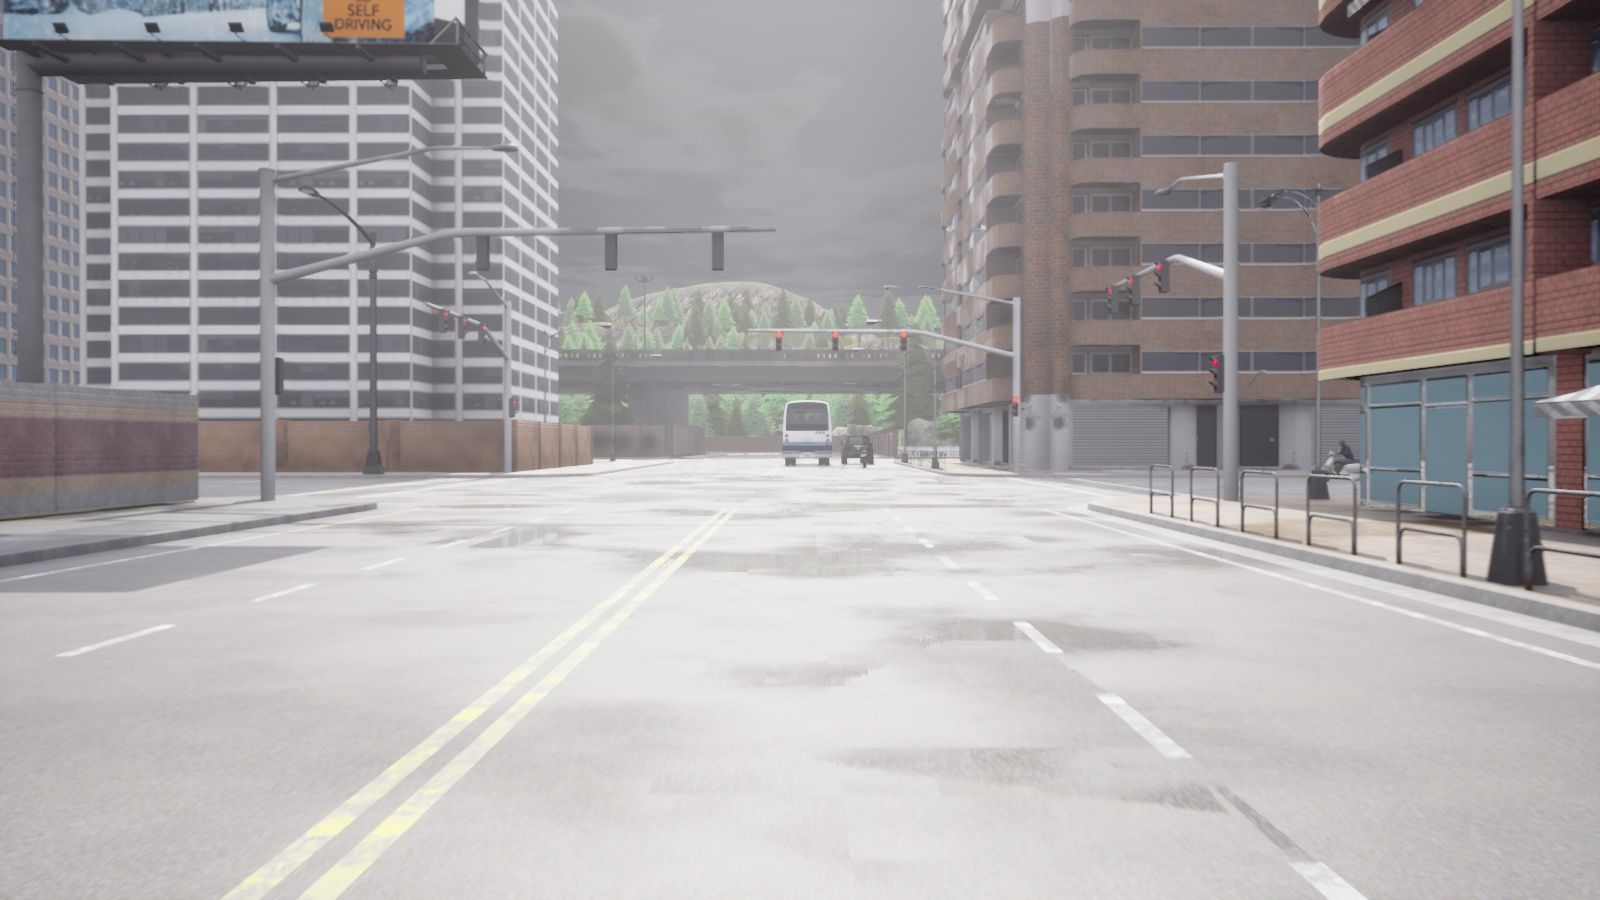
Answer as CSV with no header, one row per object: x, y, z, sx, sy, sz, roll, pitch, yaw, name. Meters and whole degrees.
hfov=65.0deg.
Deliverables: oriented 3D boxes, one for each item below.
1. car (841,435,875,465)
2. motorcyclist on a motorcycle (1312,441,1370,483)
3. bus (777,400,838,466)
4.009,-0.025,87.937,2.150,2.045,5.566,0,1,0,car
20.421,0.449,47.416,1.817,1.590,0.866,0,0,1,motorcyclist on a motorcycle
0.498,-1.115,86.096,3.944,4.253,10.273,0,0,0,bus
